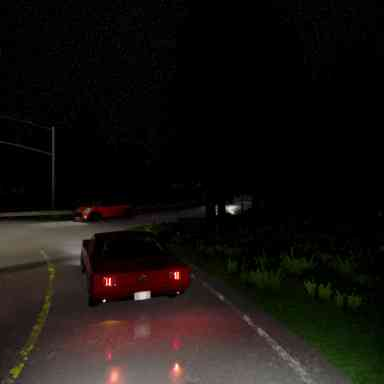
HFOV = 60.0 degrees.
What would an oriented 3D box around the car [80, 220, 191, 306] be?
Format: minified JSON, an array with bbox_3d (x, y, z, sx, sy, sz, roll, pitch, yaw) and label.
[{"bbox_3d":[-1.678,1.601,8.145,1.895,1.301,4.718,0,0,-21],"label":"car"}]

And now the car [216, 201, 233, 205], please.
[{"bbox_3d":[4.034,0.336,41.428,2.150,2.045,5.566,0,5,9],"label":"car"}]

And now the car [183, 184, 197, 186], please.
[{"bbox_3d":[-0.435,-0.980,59.728,1.812,1.442,4.674,0,4,-24],"label":"car"}]

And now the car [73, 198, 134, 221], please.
[{"bbox_3d":[-6.877,1.334,26.012,2.097,1.767,4.553,0,1,43],"label":"car"}]

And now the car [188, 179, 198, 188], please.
[{"bbox_3d":[0.142,-1.820,70.088,2.128,1.511,4.902,0,5,-1],"label":"car"}]
